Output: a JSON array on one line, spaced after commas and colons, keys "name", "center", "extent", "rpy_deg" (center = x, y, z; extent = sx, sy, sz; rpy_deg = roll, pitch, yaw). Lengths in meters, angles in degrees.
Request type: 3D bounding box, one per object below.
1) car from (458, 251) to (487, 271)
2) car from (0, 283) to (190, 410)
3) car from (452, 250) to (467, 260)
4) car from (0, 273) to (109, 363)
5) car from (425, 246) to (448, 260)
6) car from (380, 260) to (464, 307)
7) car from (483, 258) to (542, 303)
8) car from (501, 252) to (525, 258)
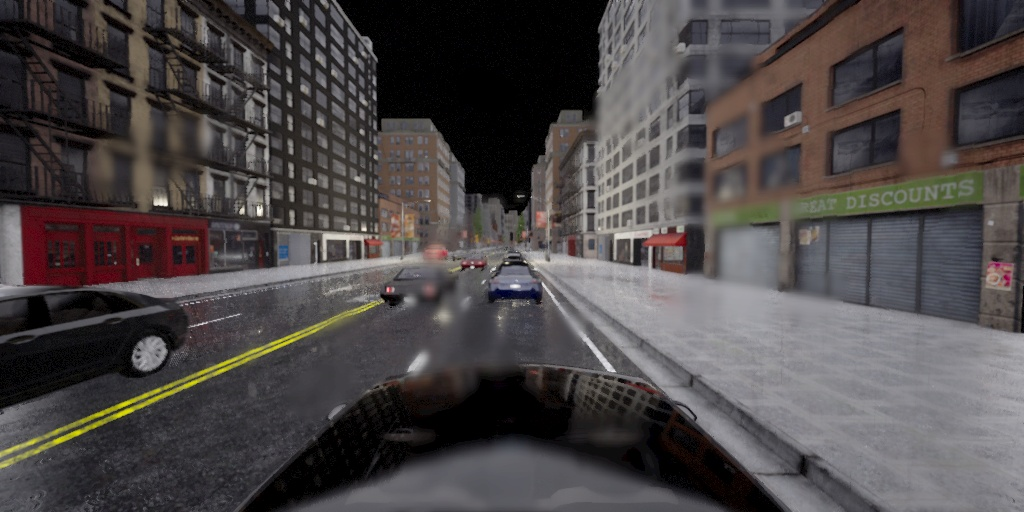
[{"name": "car", "center": [-3.122, 0.519, 30.476], "extent": [1.895, 1.301, 4.718], "rpy_deg": [0, 2, 0]}, {"name": "car", "center": [-6.597, 1.182, 4.247], "extent": [1.837, 1.490, 4.892], "rpy_deg": [0, 2, 0]}, {"name": "car", "center": [-6.547, -0.041, 46.298], "extent": [1.837, 1.490, 4.892], "rpy_deg": [0, 2, 0]}, {"name": "car", "center": [-9.847, 1.165, 5.592], "extent": [1.812, 1.442, 4.674], "rpy_deg": [0, 2, 0]}, {"name": "car", "center": [-9.798, -0.344, 46.994], "extent": [2.150, 2.045, 5.566], "rpy_deg": [0, 2, 0]}, {"name": "car", "center": [-3.142, 1.018, 13.301], "extent": [1.895, 1.301, 4.718], "rpy_deg": [0, 2, 0]}, {"name": "car", "center": [0.111, 0.952, 14.296], "extent": [1.994, 1.385, 4.181], "rpy_deg": [0, 2, 0]}, {"name": "car", "center": [0.118, 0.381, 31.881], "extent": [1.837, 1.490, 4.892], "rpy_deg": [0, 2, 0]}]
